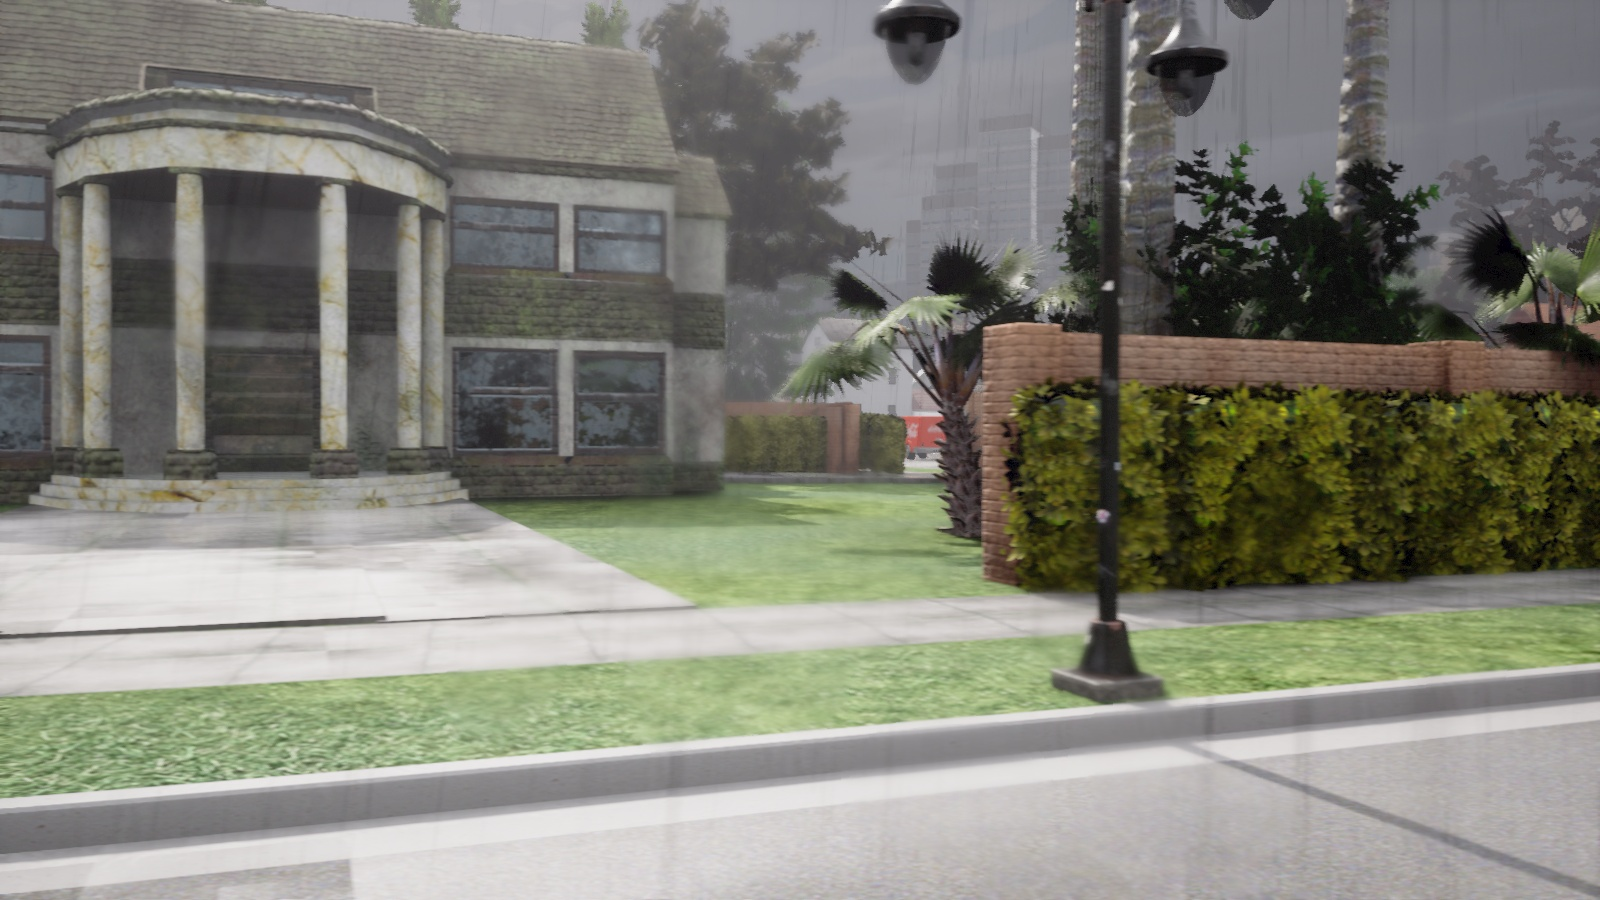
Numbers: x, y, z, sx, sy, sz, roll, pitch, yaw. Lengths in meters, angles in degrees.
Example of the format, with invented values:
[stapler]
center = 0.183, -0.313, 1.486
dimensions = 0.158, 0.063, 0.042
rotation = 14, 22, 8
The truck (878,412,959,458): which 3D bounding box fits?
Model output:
[truck]
center = 6.704, -0.849, 71.536
dimensions = 2.627, 2.467, 5.204
rotation = -2, 1, -19
